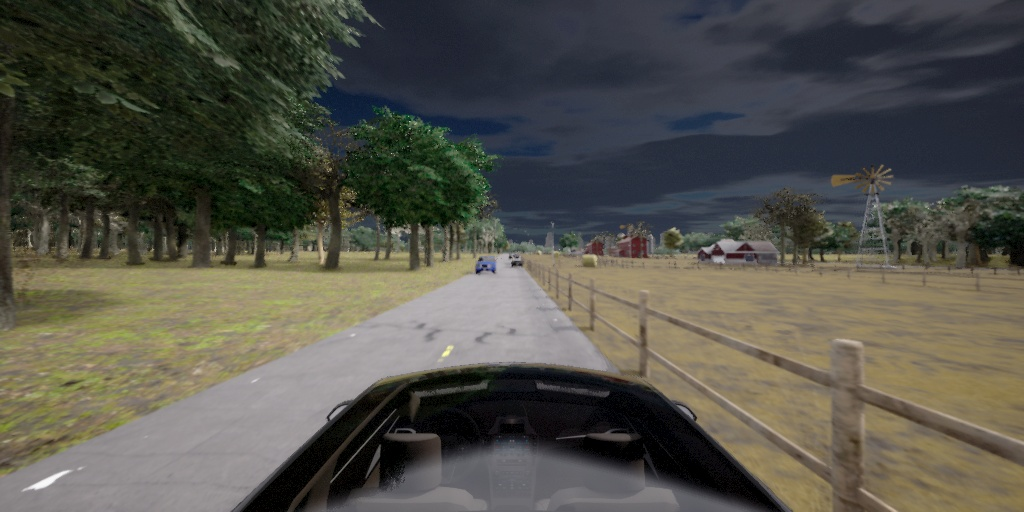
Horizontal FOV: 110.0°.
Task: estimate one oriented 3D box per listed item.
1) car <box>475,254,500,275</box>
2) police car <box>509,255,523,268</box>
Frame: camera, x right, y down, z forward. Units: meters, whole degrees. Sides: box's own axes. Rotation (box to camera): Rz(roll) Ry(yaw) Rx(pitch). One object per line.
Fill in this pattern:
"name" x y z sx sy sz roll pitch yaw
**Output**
"car" -2.822 0.992 40.052 2.150 2.045 5.566 0 0 0
"police car" 0.842 1.033 58.608 1.930 1.638 5.238 0 1 0
